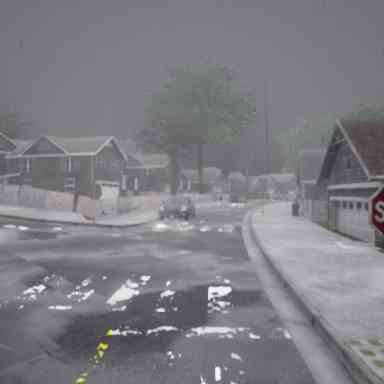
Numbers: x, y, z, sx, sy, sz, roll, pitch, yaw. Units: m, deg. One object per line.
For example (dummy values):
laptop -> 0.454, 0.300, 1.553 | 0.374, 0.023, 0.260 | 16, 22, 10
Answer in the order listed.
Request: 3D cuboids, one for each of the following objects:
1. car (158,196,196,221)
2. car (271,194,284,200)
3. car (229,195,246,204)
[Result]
car -> -1.022, 1.091, 24.695 | 2.097, 1.767, 4.553 | 0, 0, 9
car -> 19.397, 1.141, 75.128 | 1.994, 1.385, 4.181 | 0, -1, 32
car -> 6.949, 1.141, 50.386 | 1.994, 1.385, 4.181 | 0, 1, 20
